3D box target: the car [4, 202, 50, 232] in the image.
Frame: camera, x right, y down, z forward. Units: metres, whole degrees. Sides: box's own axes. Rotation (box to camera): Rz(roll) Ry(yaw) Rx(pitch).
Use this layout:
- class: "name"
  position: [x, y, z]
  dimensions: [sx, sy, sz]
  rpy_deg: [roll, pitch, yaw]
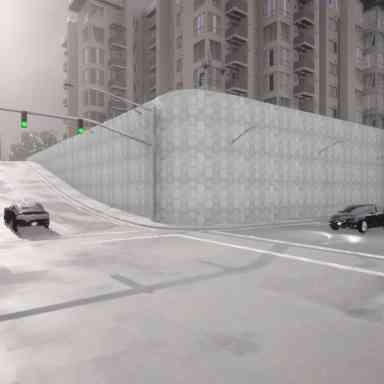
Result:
- class: "car"
  position: [-9.663, 1.313, 19.366]
  dimensions: [2.128, 1.511, 4.902]
  rpy_deg: [0, 3, -36]

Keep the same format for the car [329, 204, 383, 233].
- class: "car"
  position: [10.120, 1.505, 19.816]
  dimensions: [4.892, 1.490, 1.837]
  rpy_deg: [0, 0, -36]
